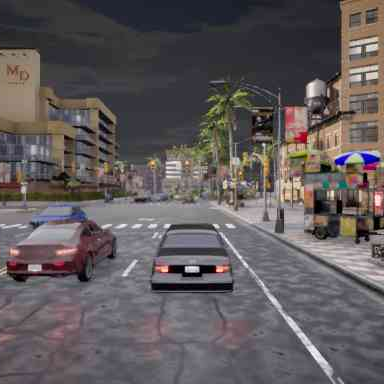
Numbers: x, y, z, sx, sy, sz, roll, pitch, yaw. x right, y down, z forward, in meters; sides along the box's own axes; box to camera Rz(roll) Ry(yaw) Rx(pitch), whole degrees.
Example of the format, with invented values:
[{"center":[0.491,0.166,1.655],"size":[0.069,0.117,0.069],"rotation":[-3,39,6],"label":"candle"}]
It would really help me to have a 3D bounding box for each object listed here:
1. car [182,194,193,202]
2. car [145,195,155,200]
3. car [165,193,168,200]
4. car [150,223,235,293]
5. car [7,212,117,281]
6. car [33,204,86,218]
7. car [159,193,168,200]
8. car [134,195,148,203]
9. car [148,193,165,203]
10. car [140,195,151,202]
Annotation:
[{"center":[-0.705,1.525,76.504],"size":[2.128,1.511,4.902],"rotation":[0,0,-1],"label":"car"},{"center":[-11.342,1.540,90.761],"size":[2.033,1.411,5.357],"rotation":[0,0,-1],"label":"car"},{"center":[-7.747,1.225,80.707],"size":[2.150,2.045,5.566],"rotation":[0,0,-1],"label":"car"},{"center":[-0.004,1.547,8.970],"size":[2.033,1.411,5.357],"rotation":[0,0,0],"label":"car"},{"center":[-3.510,1.526,9.709],"size":[1.812,1.442,4.674],"rotation":[0,0,0],"label":"car"},{"center":[-7.259,1.477,18.458],"size":[1.882,1.535,5.008],"rotation":[1,0,-3],"label":"car"},{"center":[-7.853,1.225,91.456],"size":[2.150,2.045,5.566],"rotation":[0,0,-1],"label":"car"},{"center":[-11.159,1.595,71.320],"size":[1.895,1.301,4.718],"rotation":[0,0,-1],"label":"car"},{"center":[-7.659,1.355,71.368],"size":[2.097,1.767,4.553],"rotation":[0,0,-1],"label":"car"},{"center":[-11.244,1.478,80.463],"size":[1.882,1.535,5.008],"rotation":[0,0,-1],"label":"car"}]
